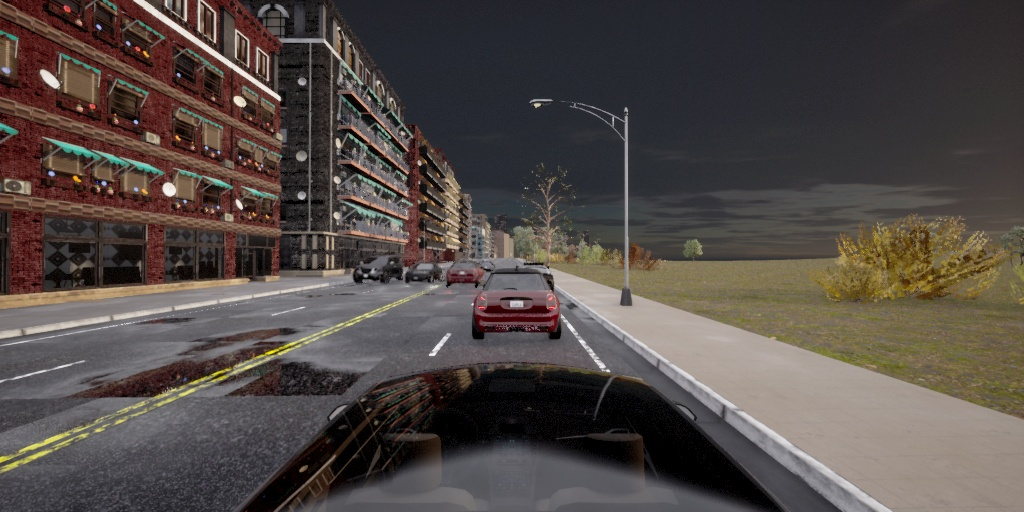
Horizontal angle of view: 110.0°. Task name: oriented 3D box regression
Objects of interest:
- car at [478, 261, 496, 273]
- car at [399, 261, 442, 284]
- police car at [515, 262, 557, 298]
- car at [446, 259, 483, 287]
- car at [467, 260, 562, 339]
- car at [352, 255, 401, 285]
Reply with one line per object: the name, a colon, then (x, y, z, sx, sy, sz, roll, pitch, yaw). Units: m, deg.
car: (-3.058, 1.314, 44.390, 1.994, 1.385, 4.181, 0, 0, 0)
car: (-6.548, 1.230, 26.919, 1.882, 1.535, 5.008, 0, 0, 0)
police car: (1.174, 1.177, 19.689, 1.930, 1.638, 5.238, 0, 0, 0)
car: (-3.102, 1.103, 24.543, 2.097, 1.767, 4.553, 0, 0, 0)
car: (0.113, 1.103, 10.194, 2.097, 1.767, 4.553, 0, 0, 0)
car: (-9.797, 0.974, 26.778, 2.150, 2.045, 5.566, 0, 0, 0)
